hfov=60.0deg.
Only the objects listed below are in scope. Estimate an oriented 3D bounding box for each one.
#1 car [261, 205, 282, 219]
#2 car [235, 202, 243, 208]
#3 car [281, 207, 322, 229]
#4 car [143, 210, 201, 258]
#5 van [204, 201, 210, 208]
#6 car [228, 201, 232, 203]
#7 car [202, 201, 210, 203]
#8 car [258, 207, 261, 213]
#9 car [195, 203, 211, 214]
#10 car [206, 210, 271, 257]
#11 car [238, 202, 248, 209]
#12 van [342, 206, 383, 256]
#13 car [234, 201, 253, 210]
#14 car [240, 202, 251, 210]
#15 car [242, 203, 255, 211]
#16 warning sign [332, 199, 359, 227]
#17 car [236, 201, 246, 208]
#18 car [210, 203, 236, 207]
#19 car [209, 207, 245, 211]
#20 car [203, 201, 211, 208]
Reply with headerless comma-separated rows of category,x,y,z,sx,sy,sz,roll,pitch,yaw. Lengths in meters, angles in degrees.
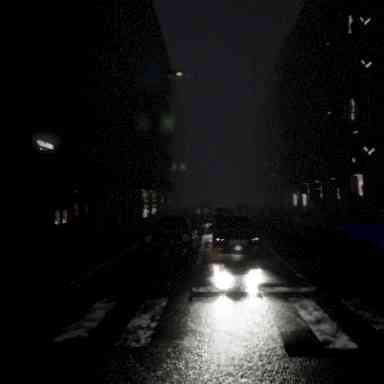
car,9.019,2.177,36.080,1.887,1.381,4.507,-1,-1,4
car,12.320,3.338,86.920,1.802,1.307,4.206,-1,-1,4
car,8.297,1.920,24.954,1.752,1.417,4.829,-1,-1,4
car,-0.808,1.766,14.047,1.967,1.590,4.097,-1,-1,4
van,3.956,3.264,87.486,1.690,1.788,3.998,-1,-1,4
car,7.841,2.653,57.982,2.128,1.511,4.902,-1,-1,4
car,2.855,2.860,70.539,2.192,1.841,5.009,-1,-1,4
car,9.386,2.301,41.728,1.887,1.381,4.507,-1,-1,4
car,1.393,2.630,47.936,1.802,1.307,4.206,-1,-1,4
car,1.800,1.774,14.268,2.128,1.511,4.902,-1,-1,4
car,11.586,3.047,75.624,1.887,1.381,4.507,-1,-1,4
van,7.550,1.499,13.491,1.690,1.788,3.998,-1,-1,4
car,7.176,2.413,47.685,1.882,1.535,5.008,-1,-1,3
car,11.220,2.928,69.974,2.008,1.369,4.403,-1,-1,4
car,10.853,2.804,64.325,2.008,1.369,4.403,-1,-1,4
warning sign,10.534,1.422,22.872,1.300,1.860,1.060,-1,-1,4
car,11.951,3.068,81.273,1.967,1.590,4.097,-1,-1,4
car,3.068,2.165,33.652,1.882,1.535,5.008,-1,-1,4
car,2.392,2.035,23.441,1.994,1.385,4.181,-1,-1,3
car,4.321,3.371,93.133,2.192,1.841,5.009,-1,-1,4
